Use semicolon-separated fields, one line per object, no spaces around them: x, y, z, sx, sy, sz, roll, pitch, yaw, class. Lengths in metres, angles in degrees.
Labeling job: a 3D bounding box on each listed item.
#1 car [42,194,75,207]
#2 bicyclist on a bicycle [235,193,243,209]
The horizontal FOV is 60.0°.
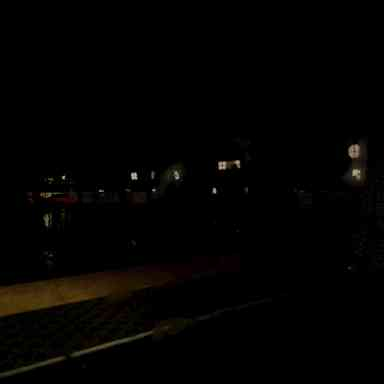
-17.955;1.072;44.382;4.553;1.767;2.097;0;3;27;car
4.755;0.870;33.529;0.582;1.620;1.656;0;3;38;bicyclist on a bicycle
